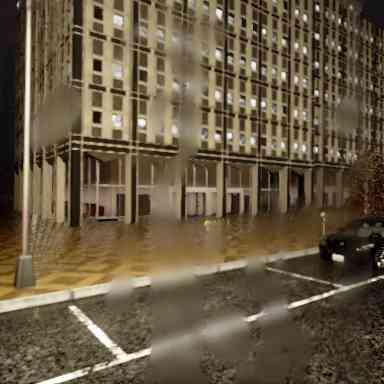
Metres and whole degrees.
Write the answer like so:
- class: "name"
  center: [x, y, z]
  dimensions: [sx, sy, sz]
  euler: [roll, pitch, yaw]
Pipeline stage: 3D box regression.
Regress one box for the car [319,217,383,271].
- class: "car"
  center: [5.980, 1.509, 10.812]
  dimensions: [4.313, 1.339, 1.947]
  euler: [0, 1, -35]
